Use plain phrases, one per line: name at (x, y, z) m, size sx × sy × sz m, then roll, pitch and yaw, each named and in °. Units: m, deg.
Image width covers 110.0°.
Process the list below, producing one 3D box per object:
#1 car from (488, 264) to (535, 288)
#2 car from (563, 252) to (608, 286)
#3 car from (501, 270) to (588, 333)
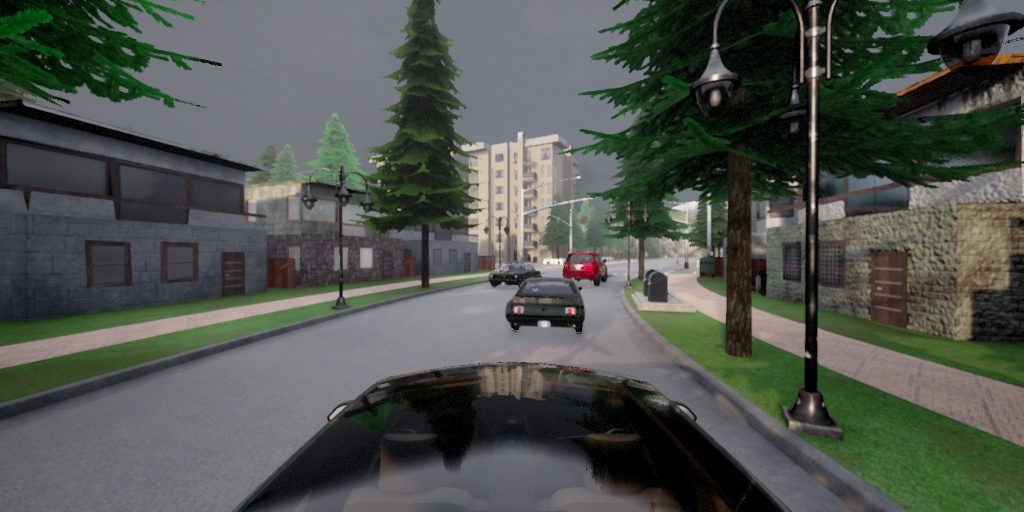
car at (0.268, 1.177, 21.634) m, size 1.895 × 1.301 × 4.718 m, roll 0°, pitch 1°, yaw 20°
car at (4.832, 0.784, 23.359) m, size 2.150 × 2.045 × 5.566 m, roll 0°, pitch 1°, yaw 22°
car at (1.117, 1.274, 10.528) m, size 1.895 × 1.301 × 4.718 m, roll 0°, pitch 1°, yaw 9°
